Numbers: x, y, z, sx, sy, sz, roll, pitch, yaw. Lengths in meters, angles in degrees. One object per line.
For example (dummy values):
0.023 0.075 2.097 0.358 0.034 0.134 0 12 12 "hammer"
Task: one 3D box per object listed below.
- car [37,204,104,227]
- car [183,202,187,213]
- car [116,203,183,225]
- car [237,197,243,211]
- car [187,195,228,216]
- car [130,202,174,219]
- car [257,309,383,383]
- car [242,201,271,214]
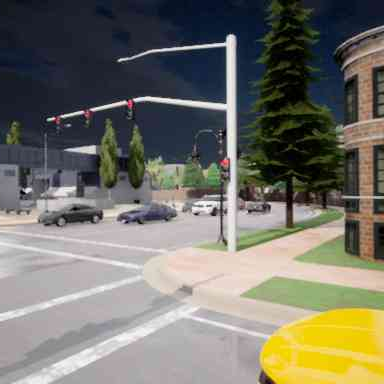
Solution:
-8.696 1.649 24.175 1.837 1.490 4.892 0 0 35 "car"
0.479 1.504 39.097 2.097 1.767 4.553 0 0 22 "car"
-3.312 1.667 25.714 2.033 1.411 5.357 0 0 35 "car"
5.686 1.493 43.478 2.097 1.767 4.553 0 0 14 "car"
2.066 1.345 34.212 2.150 2.045 5.566 0 0 28 "car"
-3.682 1.709 31.546 1.994 1.385 4.181 0 0 31 "car"
2.833 1.469 1.948 5.008 1.535 1.882 0 0 36 "car"
7.463 1.651 36.771 2.033 1.411 5.357 0 0 22 "car"
